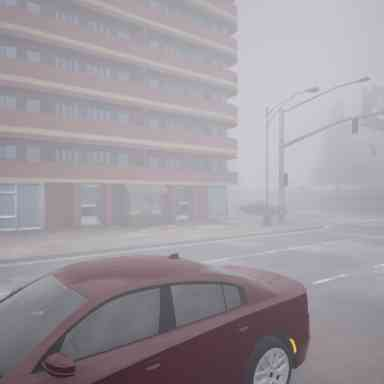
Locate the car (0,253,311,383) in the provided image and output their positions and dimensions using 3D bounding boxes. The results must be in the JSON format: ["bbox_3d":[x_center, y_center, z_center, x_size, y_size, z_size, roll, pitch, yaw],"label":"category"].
[{"bbox_3d":[-0.881,1.478,3.363,5.008,1.535,1.882,0,0,-36],"label":"car"}]

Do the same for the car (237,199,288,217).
[{"bbox_3d":[6.884,1.601,32.055,1.895,1.301,4.718,0,0,-36],"label":"car"}]

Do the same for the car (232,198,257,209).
[{"bbox_3d":[7.365,1.477,43.632,1.882,1.535,5.008,0,0,-36],"label":"car"}]
